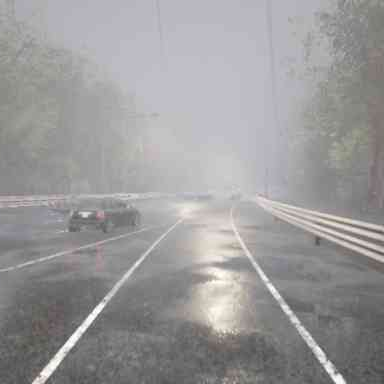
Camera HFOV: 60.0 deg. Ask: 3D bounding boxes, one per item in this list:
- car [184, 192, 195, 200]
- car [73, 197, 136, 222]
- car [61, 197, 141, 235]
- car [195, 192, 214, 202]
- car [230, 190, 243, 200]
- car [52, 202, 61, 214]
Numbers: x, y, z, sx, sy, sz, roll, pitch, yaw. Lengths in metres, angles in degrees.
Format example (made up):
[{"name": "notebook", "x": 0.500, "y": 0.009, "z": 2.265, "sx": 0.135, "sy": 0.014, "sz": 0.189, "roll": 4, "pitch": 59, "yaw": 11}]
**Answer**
[{"name": "car", "x": 0.068, "y": 0.765, "z": 59.993, "sx": 2.033, "sy": 1.411, "sz": 5.357, "roll": 1, "pitch": 1, "yaw": 15}, {"name": "car", "x": -6.178, "y": 1.187, "z": 24.369, "sx": 2.033, "sy": 1.411, "sz": 5.357, "roll": 1, "pitch": 1, "yaw": 15}, {"name": "car", "x": -4.432, "y": 1.105, "z": 17.579, "sx": 2.097, "sy": 1.767, "sz": 4.553, "roll": 1, "pitch": 1, "yaw": 15}, {"name": "car", "x": 2.423, "y": 0.797, "z": 55.390, "sx": 1.882, "sy": 1.535, "sz": 5.008, "roll": 1, "pitch": 1, "yaw": 15}, {"name": "car", "x": 8.474, "y": 0.822, "z": 64.125, "sx": 2.033, "sy": 1.411, "sz": 5.357, "roll": 1, "pitch": 1, "yaw": 15}, {"name": "car", "x": -9.019, "y": 1.105, "z": 27.231, "sx": 2.033, "sy": 1.411, "sz": 5.357, "roll": 1, "pitch": 1, "yaw": 15}]
